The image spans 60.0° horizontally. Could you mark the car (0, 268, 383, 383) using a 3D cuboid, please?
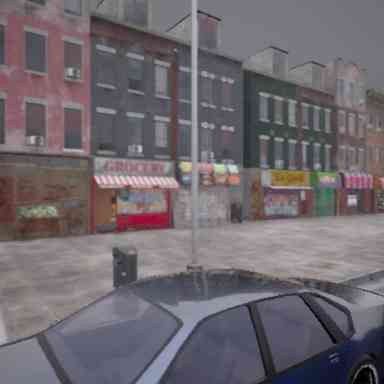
[{"bbox_3d":[0.025,1.547,3.090,5.357,1.411,2.033,0,0,-36],"label":"car"}]
